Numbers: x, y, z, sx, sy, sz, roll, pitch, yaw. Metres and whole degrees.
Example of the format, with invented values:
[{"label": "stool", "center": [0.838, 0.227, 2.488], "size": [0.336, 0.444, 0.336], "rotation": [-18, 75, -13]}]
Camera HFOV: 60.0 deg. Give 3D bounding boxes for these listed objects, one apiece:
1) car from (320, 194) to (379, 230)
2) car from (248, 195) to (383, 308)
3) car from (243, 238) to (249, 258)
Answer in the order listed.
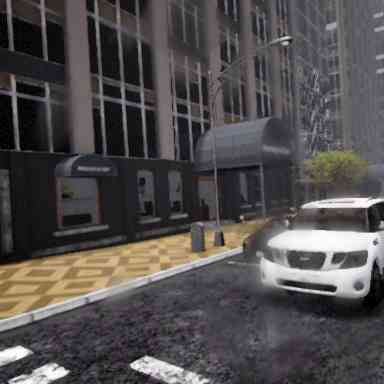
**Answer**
[{"label": "car", "center": [9.933, 1.156, 20.751], "size": [2.192, 1.841, 5.009], "rotation": [-4, -2, 38]}, {"label": "car", "center": [3.797, 1.217, 8.471], "size": [2.150, 2.045, 5.566], "rotation": [-3, -1, 38]}, {"label": "car", "center": [3.576, 1.623, 12.602], "size": [1.947, 1.339, 4.313], "rotation": [-4, -2, 38]}]
